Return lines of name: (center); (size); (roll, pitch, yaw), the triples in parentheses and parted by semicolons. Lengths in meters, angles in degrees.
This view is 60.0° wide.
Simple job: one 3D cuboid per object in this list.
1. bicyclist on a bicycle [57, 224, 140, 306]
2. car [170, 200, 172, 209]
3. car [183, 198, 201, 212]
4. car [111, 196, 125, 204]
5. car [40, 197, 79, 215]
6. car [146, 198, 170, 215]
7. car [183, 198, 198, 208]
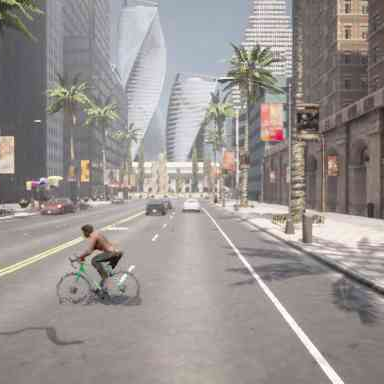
bicyclist on a bicycle: (-1.870, 1.455, 6.563); (1.656, 1.620, 0.582); (-2, 0, 0)
car: (-3.667, 1.526, 44.874); (1.812, 1.442, 4.674); (0, 0, -1)
car: (-0.083, 1.526, 38.148); (1.812, 1.442, 4.674); (0, 0, 0)
car: (-14.103, 1.481, 63.534); (2.231, 1.521, 4.892); (0, 0, -1)
car: (-13.723, 1.354, 34.162); (2.185, 1.767, 4.553); (0, 0, -1)
car: (-3.530, 1.504, 33.603); (1.837, 1.490, 4.892); (0, 0, -1)
car: (-0.211, 1.564, 47.996); (1.994, 1.385, 4.181); (0, 0, -1)
